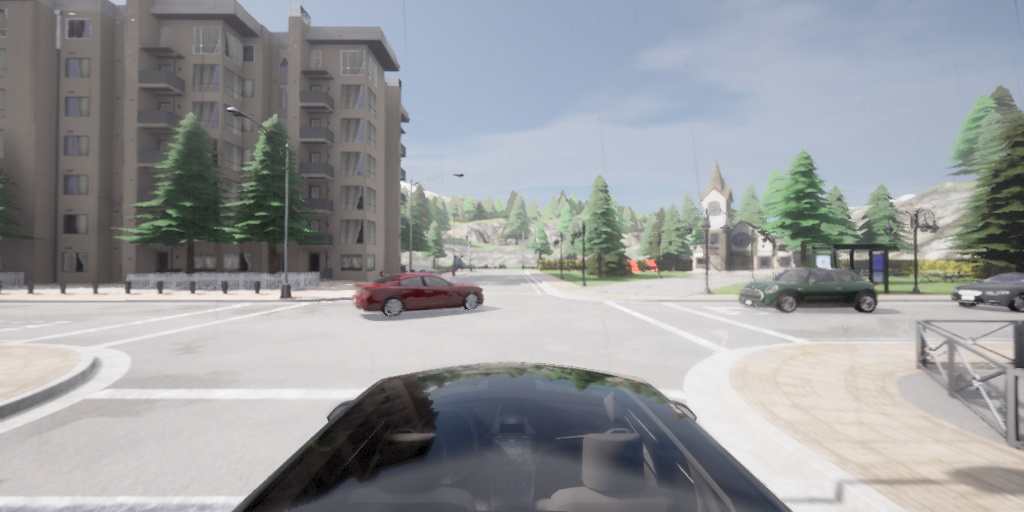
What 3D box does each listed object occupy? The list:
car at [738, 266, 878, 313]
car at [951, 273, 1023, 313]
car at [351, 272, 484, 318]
[{"bbox_3d":[11.796,1.288,14.536,4.553,1.767,2.097,0,-1,-1],"label":"car"},{"bbox_3d":[21.057,1.438,14.657,4.902,1.511,2.128,0,-1,-1],"label":"car"},{"bbox_3d":[-3.440,1.380,13.810,5.008,1.535,1.882,1,0,-36],"label":"car"}]
